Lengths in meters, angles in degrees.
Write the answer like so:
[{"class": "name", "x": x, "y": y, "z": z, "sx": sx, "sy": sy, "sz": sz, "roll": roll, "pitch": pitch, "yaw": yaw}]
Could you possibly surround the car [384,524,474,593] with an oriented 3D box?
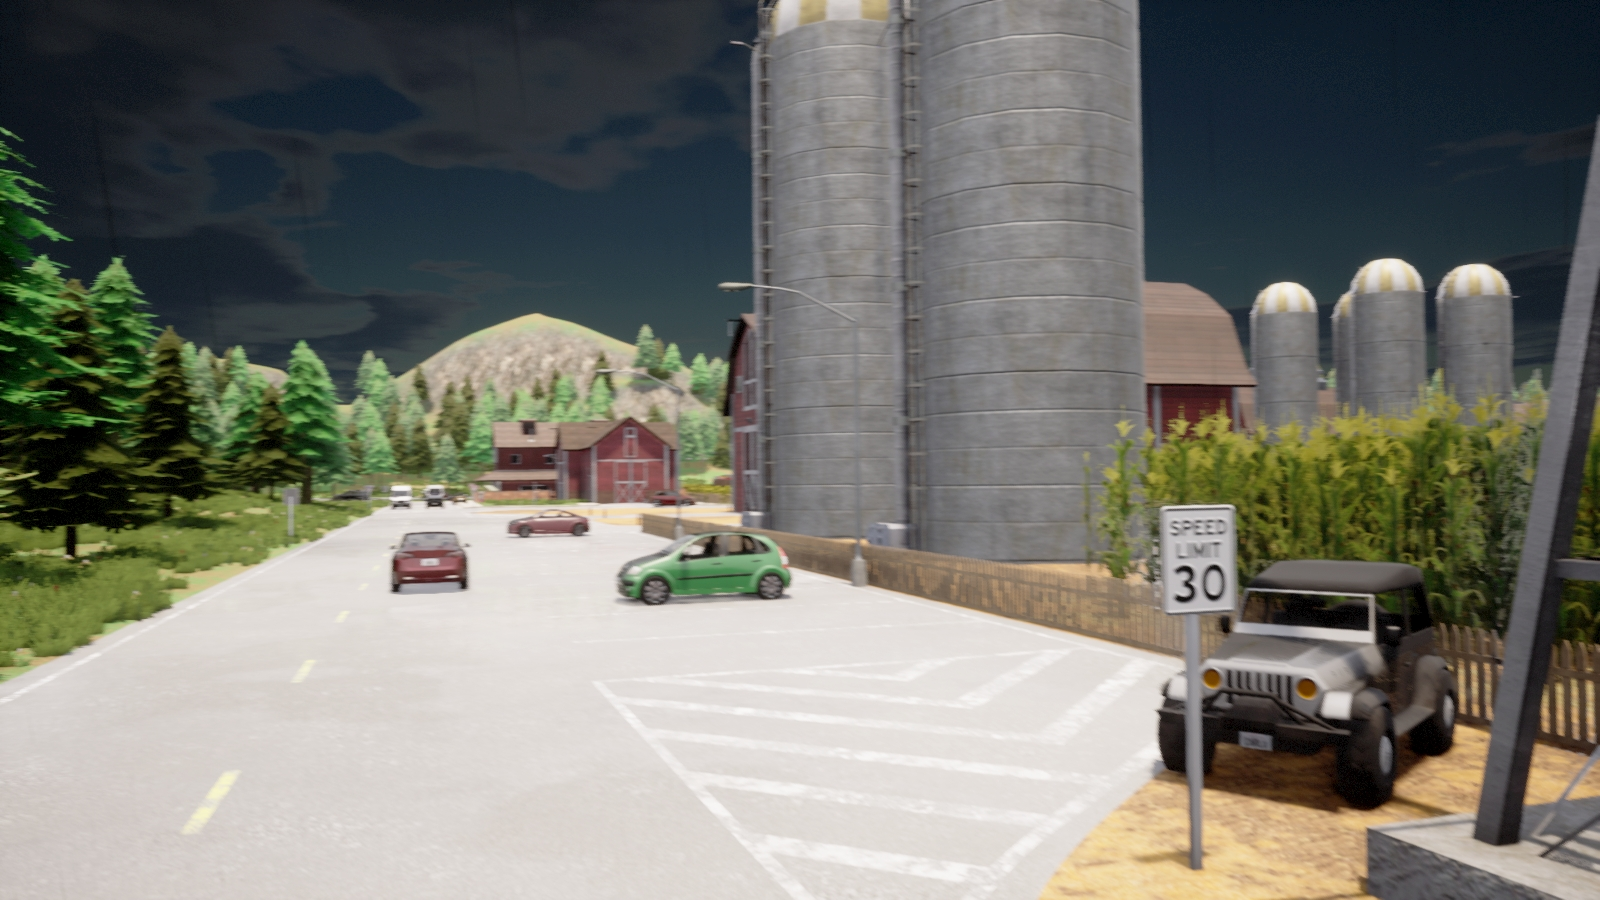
[{"class": "car", "x": -10.061, "y": 2.871, "z": 31.105, "sx": 2.163, "sy": 1.488, "sz": 4.792, "roll": 0, "pitch": -2, "yaw": -17}]
